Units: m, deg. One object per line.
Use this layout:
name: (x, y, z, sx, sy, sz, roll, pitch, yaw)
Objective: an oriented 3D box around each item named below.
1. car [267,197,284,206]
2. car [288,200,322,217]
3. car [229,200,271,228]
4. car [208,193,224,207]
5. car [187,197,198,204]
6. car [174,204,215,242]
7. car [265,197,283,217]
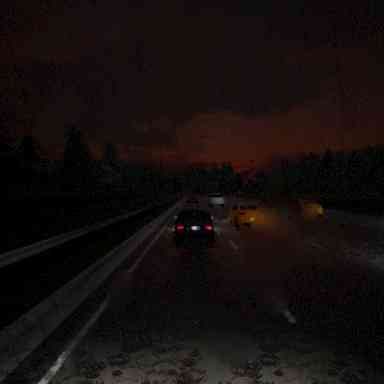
car: (14.127, 1.521, 56.485, 1.812, 1.442, 4.674, 0, 0, 0)
car: (10.615, 1.474, 31.500, 1.882, 1.535, 5.008, 0, 0, 0)
car: (3.611, 1.476, 22.201, 1.882, 1.535, 5.008, 0, 0, 0)
car: (3.624, 1.219, 50.960, 2.150, 2.045, 5.566, 0, 0, 0)
car: (0.129, 1.562, 63.319, 1.994, 1.385, 4.181, 0, 0, 0)
car: (0.106, 1.547, 16.225, 2.033, 1.411, 5.357, 0, 0, 0)
car: (7.115, 1.489, 31.425, 2.128, 1.511, 4.902, 0, 0, 0)
